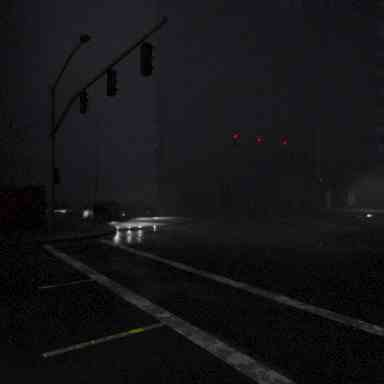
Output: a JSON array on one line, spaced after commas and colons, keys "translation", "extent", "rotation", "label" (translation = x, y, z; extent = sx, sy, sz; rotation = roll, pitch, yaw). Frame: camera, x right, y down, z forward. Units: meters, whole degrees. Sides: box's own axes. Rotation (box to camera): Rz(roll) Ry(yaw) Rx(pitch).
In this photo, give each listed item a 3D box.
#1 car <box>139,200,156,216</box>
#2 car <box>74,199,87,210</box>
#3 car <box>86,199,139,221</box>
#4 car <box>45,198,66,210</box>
[{"translation": [-5.221, 1.526, 31.596], "extent": [1.812, 1.442, 4.674], "rotation": [0, 0, -36], "label": "car"}, {"translation": [-13.775, 1.601, 43.493], "extent": [1.895, 1.301, 4.718], "rotation": [0, 0, -35], "label": "car"}, {"translation": [-6.708, 1.491, 27.641], "extent": [2.128, 1.511, 4.902], "rotation": [0, 0, -36], "label": "car"}, {"translation": [-17.933, 1.547, 43.309], "extent": [2.033, 1.411, 5.357], "rotation": [0, 0, -35], "label": "car"}]
